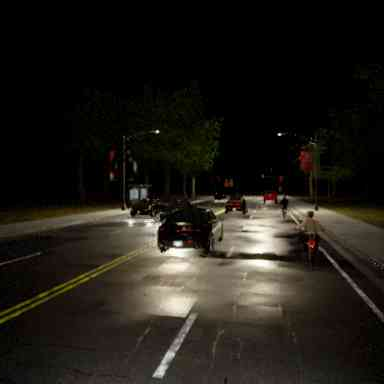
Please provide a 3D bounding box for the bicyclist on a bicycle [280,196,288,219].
[{"bbox_3d":[6.971,1.146,25.131,0.659,1.776,1.843,0,1,13],"label":"bicyclist on a bicycle"}]

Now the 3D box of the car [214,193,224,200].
[{"bbox_3d":[5.689,0.974,67.616,1.994,1.385,4.181,0,1,13],"label":"car"}]

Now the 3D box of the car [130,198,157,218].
[{"bbox_3d":[-3.508,1.267,27.495,1.837,1.490,4.892,0,0,13],"label":"car"}]

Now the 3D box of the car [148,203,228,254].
[{"bbox_3d":[0.091,1.389,13.090,1.837,1.490,4.892,0,1,13],"label":"car"}]

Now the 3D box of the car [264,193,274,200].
[{"bbox_3d":[16.745,0.910,72.220,2.033,1.411,5.357,0,0,13],"label":"car"}]

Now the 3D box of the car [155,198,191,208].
[{"bbox_3d":[-0.925,1.314,24.198,1.812,1.442,4.674,0,1,13],"label":"car"}]

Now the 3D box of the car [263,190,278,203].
[{"bbox_3d":[12.956,0.739,55.068,2.150,2.045,5.566,0,1,13],"label":"car"}]

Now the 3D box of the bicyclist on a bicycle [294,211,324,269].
[{"bbox_3d":[3.470,1.347,9.790,0.866,1.612,1.509,0,0,13],"label":"bicyclist on a bicycle"}]

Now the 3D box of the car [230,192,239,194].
[{"bbox_3d":[8.099,0.798,63.679,2.097,1.767,4.553,0,0,13],"label":"car"}]

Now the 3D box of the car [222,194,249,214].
[{"bbox_3d":[4.249,1.228,31.402,1.837,1.490,4.892,0,1,13],"label":"car"}]
